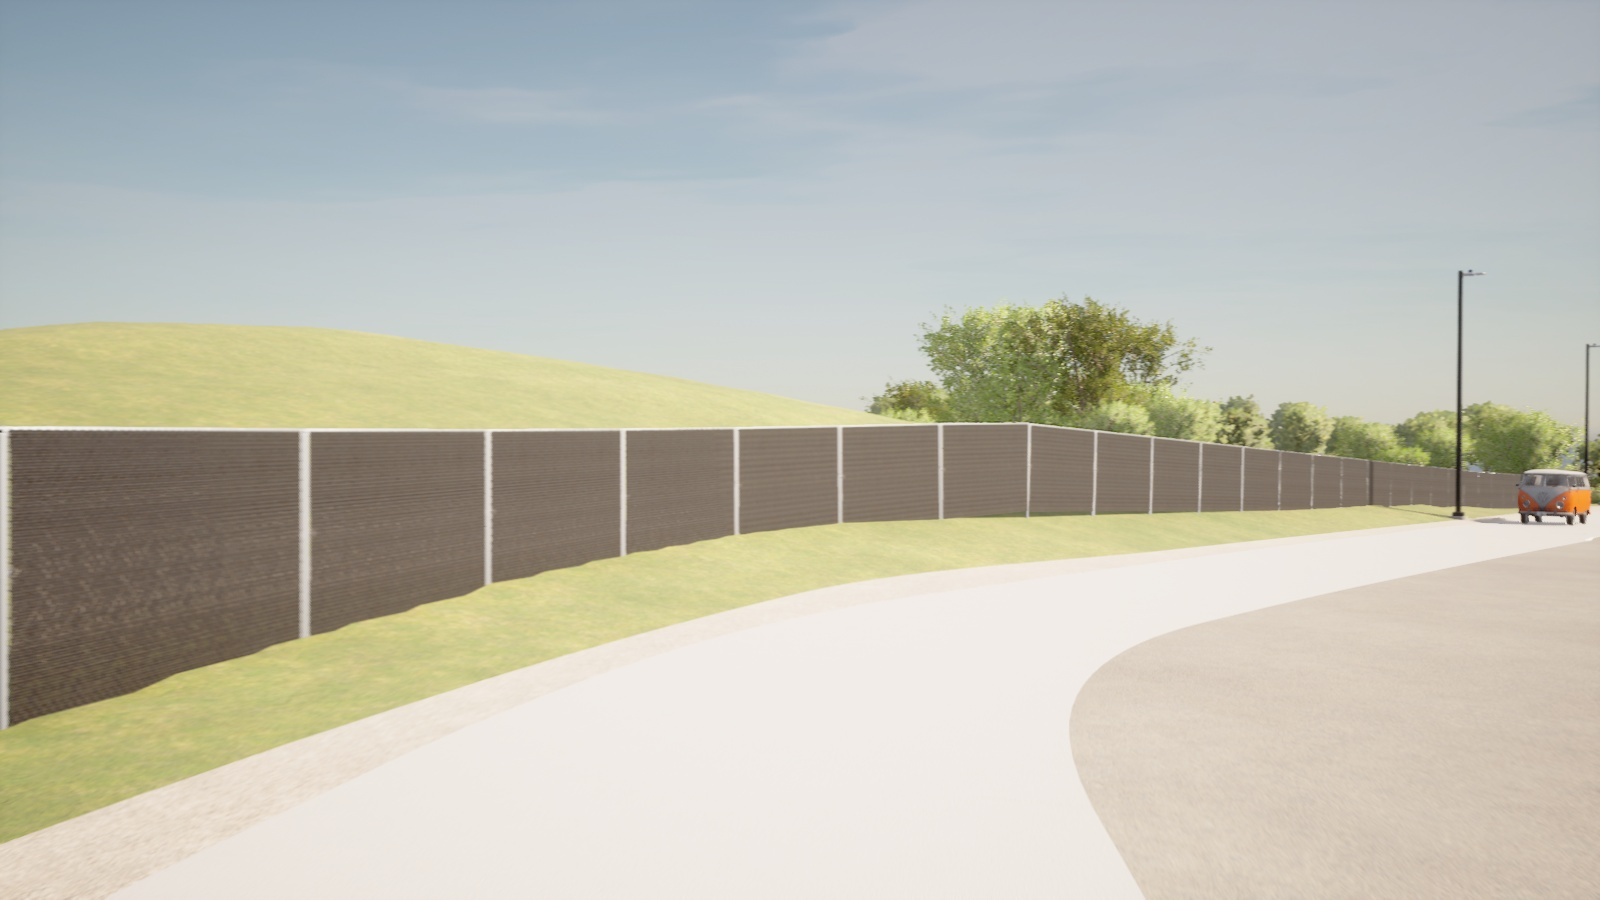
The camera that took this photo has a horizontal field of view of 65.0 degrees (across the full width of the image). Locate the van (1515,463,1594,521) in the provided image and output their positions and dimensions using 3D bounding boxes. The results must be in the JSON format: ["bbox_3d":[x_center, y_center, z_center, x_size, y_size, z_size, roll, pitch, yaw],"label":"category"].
[{"bbox_3d":[27.638,1.503,45.931,1.775,1.987,4.442,0,-1,40],"label":"van"}]
